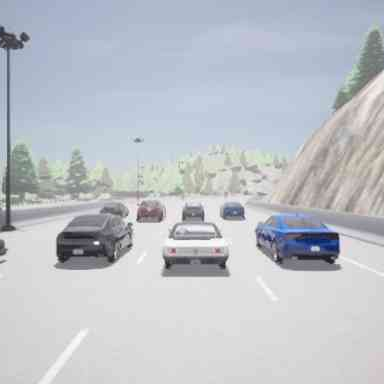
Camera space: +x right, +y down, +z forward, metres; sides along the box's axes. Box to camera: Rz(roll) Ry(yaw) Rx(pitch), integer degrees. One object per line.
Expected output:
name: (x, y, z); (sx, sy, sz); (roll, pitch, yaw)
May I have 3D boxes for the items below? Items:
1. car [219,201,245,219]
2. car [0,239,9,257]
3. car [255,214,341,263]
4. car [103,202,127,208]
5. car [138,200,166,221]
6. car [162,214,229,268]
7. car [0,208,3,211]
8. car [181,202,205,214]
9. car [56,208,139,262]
car: (3.607, 1.589, 30.375); (1.882, 1.535, 5.008); (0, 0, 0)
car: (-6.898, 1.579, 8.368); (2.033, 1.411, 5.357); (0, 0, 0)
car: (3.604, 1.523, 12.190); (1.882, 1.535, 5.008); (0, 0, 0)
car: (-6.907, 1.637, 29.880); (1.812, 1.442, 4.674); (0, 0, 0)
car: (-3.392, 1.458, 28.521); (2.097, 1.767, 4.553); (0, 0, 0)
car: (0.103, 1.643, 11.361); (1.895, 1.301, 4.718); (0, 0, 0)
car: (-17.591, 1.649, 27.130); (2.033, 1.411, 5.357); (0, 0, 0)
car: (0.107, 1.598, 28.791); (2.128, 1.511, 4.902); (0, 0, 0)
car: (-3.397, 1.551, 12.349); (1.837, 1.490, 4.892); (0, 0, 0)
